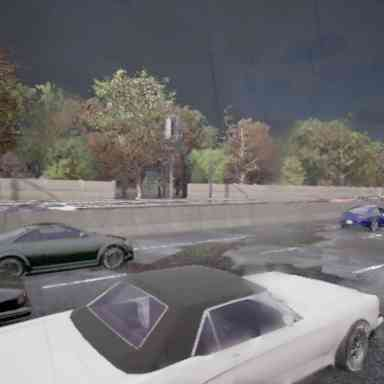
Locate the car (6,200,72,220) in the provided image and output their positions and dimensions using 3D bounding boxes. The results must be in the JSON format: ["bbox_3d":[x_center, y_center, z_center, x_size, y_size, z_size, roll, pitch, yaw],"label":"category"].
[{"bbox_3d":[-13.237,1.476,28.941,5.008,1.535,1.882,0,0,-35],"label":"car"}]

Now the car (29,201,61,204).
[{"bbox_3d":[-11.297,1.547,21.730,5.357,1.411,2.033,0,0,-35],"label":"car"}]

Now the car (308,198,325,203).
[{"bbox_3d":[20.490,1.609,52.916,4.718,1.301,1.895,0,0,-35],"label":"car"}]

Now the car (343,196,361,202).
[{"bbox_3d":[23.992,1.498,46.830,4.902,1.511,2.128,0,0,-35],"label":"car"}]

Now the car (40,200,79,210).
[{"bbox_3d":[-11.231,1.524,26.086,4.674,1.442,1.812,0,0,-35],"label":"car"}]

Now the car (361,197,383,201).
[{"bbox_3d":[24.377,1.495,42.826,4.902,1.511,2.128,0,0,-35],"label":"car"}]

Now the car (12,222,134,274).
[{"bbox_3d":[-3.822,1.563,9.617,4.181,1.385,1.994,0,0,-35],"label":"car"}]

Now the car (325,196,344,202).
[{"bbox_3d":[22.863,1.360,50.318,4.553,1.767,2.097,0,0,-35],"label":"car"}]

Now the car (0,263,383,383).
[{"bbox_3d":[0.291,1.600,3.954,4.718,1.301,1.895,0,0,-35],"label":"car"}]

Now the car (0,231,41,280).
[{"bbox_3d":[-5.127,1.549,4.389,5.357,1.411,2.033,0,0,-35],"label":"car"}]

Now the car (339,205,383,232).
[{"bbox_3d":[10.695,1.517,19.969,4.674,1.442,1.812,0,0,-35],"label":"car"}]

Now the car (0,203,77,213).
[{"bbox_3d":[-9.146,1.563,18.961,4.181,1.385,1.994,0,0,-35],"label":"car"}]
